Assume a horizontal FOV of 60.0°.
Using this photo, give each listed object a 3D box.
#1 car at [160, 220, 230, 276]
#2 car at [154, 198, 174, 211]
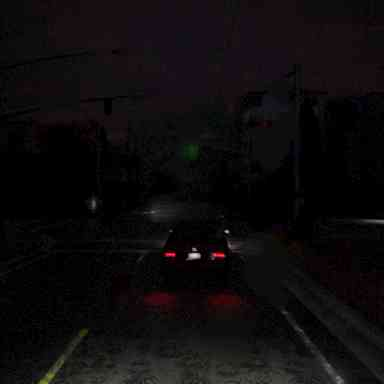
[{"bbox_3d":[0.202,1.572,10.420,2.033,1.411,5.357,0,0,3],"label":"car"},{"bbox_3d":[-3.604,1.622,41.635,1.812,1.442,4.674,0,0,0],"label":"car"}]
